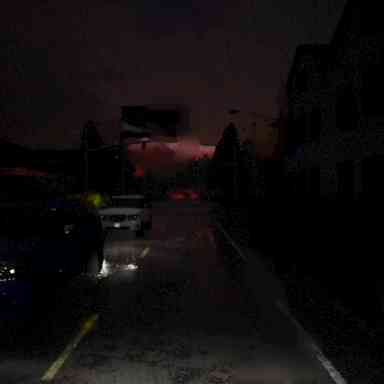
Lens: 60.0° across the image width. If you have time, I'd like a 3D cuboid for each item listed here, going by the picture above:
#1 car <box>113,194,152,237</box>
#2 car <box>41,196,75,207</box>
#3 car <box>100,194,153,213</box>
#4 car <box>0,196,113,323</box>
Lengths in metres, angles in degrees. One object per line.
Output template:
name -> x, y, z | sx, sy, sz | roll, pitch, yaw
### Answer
car -> -3.507, 1.186, 18.264 | 2.150, 2.045, 5.566 | 0, 0, 0
car -> -22.070, 1.560, 54.939 | 4.611, 1.667, 2.242 | 0, 0, 0
car -> -7.389, 1.297, 37.645 | 5.566, 2.045, 2.150 | -1, -1, 13
car -> -3.586, 1.206, 7.526 | 2.150, 2.045, 5.566 | 0, 0, 0
